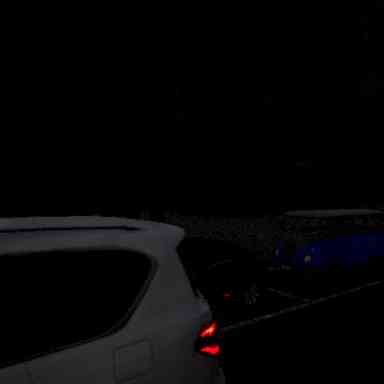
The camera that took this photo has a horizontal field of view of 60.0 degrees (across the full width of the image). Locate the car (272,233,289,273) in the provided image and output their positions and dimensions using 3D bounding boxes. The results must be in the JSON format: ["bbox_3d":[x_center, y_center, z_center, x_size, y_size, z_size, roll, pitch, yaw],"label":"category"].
[{"bbox_3d":[-0.381,1.583,6.374,4.313,1.339,1.947,0,0,-35],"label":"car"}]

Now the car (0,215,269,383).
[{"bbox_3d":[-2.342,1.216,1.719,5.566,2.045,2.150,0,0,-35],"label":"car"}]

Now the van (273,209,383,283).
[{"bbox_3d":[4.055,1.389,9.521,3.998,1.788,1.690,0,0,-35],"label":"van"}]
